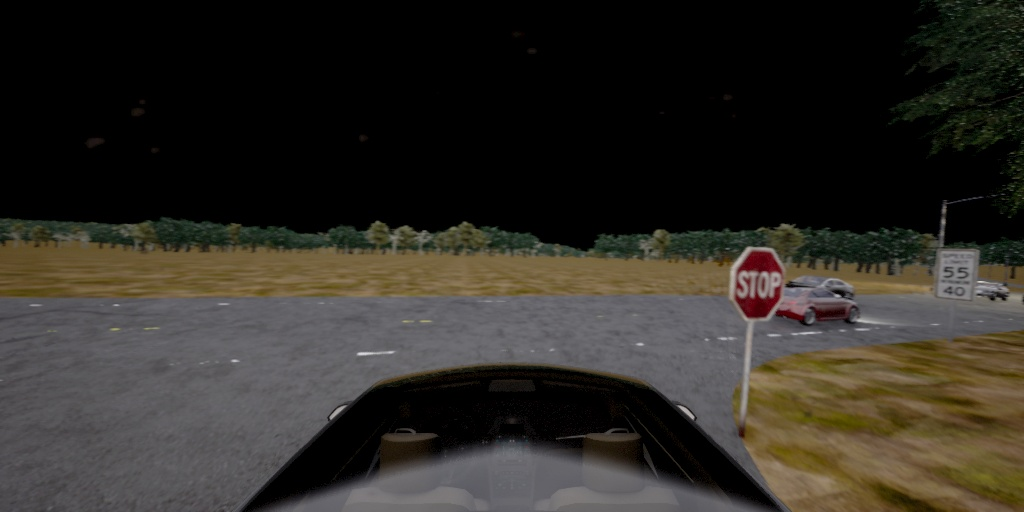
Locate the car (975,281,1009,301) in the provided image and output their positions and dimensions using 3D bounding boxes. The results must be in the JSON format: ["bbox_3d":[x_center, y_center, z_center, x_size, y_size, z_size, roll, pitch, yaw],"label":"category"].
[{"bbox_3d":[40.751,2.981,30.906,4.902,1.511,2.128,3,2,-25],"label":"car"}]

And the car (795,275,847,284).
[{"bbox_3d":[17.497,1.910,20.673,4.902,1.511,2.128,2,4,-22],"label":"car"}]

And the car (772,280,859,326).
[{"bbox_3d":[11.904,1.890,14.521,4.181,1.385,1.994,2,2,-22],"label":"car"}]

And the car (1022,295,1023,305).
[{"bbox_3d":[40.119,3.062,26.688,4.902,1.511,2.128,3,2,-25],"label":"car"}]
